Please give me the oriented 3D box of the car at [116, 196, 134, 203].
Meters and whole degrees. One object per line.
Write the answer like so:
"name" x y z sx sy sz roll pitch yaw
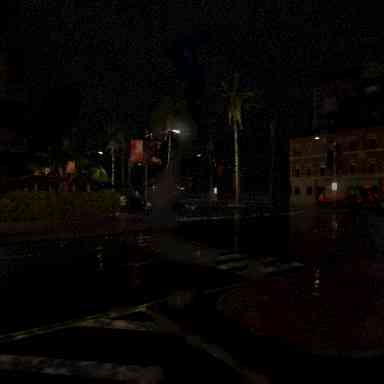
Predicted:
"car" -13.876 1.522 68.680 1.812 1.442 4.674 0 0 -39

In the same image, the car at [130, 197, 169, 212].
"car" -5.028 1.352 38.014 2.097 1.767 4.553 0 0 -35

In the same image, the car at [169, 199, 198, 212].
"car" -1.192 1.526 38.643 1.812 1.442 4.674 0 0 -35
